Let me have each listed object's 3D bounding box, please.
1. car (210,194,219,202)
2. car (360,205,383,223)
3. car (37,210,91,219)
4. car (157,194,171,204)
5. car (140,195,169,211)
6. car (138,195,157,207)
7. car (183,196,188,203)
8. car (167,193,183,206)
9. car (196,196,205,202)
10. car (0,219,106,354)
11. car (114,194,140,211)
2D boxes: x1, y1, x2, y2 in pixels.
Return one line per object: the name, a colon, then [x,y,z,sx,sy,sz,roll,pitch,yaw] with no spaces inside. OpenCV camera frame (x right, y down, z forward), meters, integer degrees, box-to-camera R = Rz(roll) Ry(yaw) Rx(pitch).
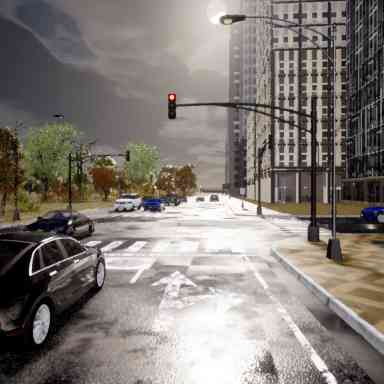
car: [5.292,1.364,78.818,2.097,1.767,4.553,0,0,5]
car: [14.356,1.319,22.991,5.008,1.535,1.882,0,0,5]
car: [-6.146,1.561,15.641,1.994,1.385,4.181,0,0,3]
car: [-5.497,1.350,66.501,2.097,1.767,4.553,0,0,5]
car: [-4.437,1.469,39.919,1.882,1.535,5.008,0,0,6]
car: [-6.783,1.344,51.266,2.097,1.767,4.553,0,0,5]
car: [-1.974,1.525,69.491,1.812,1.442,4.674,0,0,5]
car: [-3.266,1.215,54.510,2.150,2.045,5.566,0,0,5]
car: [2.016,1.602,78.612,1.895,1.301,4.718,0,0,5]
car: [-3.023,1.504,6.175,1.837,1.490,4.892,0,0,1]
car: [-7.673,1.212,40.338,2.150,2.045,5.566,0,0,5]
